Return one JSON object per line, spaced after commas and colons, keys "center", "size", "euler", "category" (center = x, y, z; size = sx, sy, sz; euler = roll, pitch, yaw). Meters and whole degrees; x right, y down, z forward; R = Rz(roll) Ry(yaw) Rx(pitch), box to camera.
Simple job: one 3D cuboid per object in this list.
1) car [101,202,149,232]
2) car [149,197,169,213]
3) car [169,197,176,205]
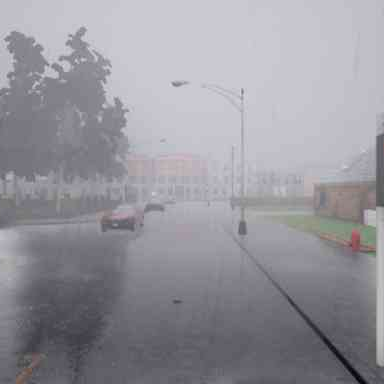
{"center": [-4.044, 1.471, 20.110], "size": [1.882, 1.535, 5.008], "euler": [0, 0, 0], "category": "car"}
{"center": [-3.990, 1.466, 37.574], "size": [1.882, 1.535, 5.008], "euler": [0, 0, 0], "category": "car"}
{"center": [-3.835, 1.530, 57.699], "size": [2.033, 1.411, 5.357], "euler": [0, 0, 0], "category": "car"}
